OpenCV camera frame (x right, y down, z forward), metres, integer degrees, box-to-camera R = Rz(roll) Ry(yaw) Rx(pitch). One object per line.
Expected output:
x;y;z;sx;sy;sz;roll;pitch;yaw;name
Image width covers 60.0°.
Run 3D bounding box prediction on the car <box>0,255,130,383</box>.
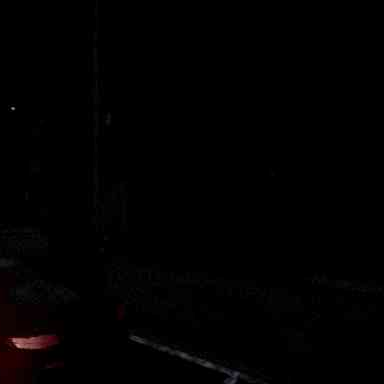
-2.706;1.587;4.775;4.206;1.307;1.802;0;0;35;car
